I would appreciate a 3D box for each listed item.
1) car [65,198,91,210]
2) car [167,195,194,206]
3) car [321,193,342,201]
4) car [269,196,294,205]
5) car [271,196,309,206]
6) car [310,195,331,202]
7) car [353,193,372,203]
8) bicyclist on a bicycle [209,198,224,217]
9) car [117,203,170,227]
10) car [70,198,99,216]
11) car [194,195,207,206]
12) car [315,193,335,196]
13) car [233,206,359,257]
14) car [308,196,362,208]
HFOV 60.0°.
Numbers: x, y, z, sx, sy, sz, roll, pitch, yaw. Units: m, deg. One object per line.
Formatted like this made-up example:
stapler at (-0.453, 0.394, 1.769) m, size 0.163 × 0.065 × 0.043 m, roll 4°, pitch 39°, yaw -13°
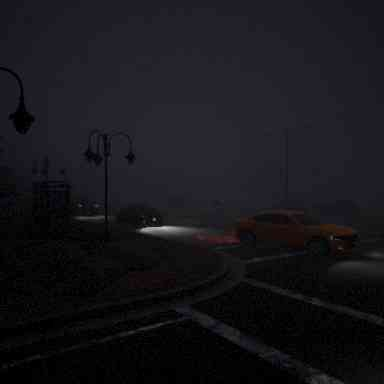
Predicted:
car at (-15.532, 1.545, 45.294) m, size 1.812 × 1.442 × 4.674 m, roll 0°, pitch 0°, yaw -40°
car at (-2.190, 1.363, 51.301) m, size 2.007 × 1.523 × 4.514 m, roll 0°, pitch 0°, yaw -36°
car at (31.280, 1.113, 74.498) m, size 1.905 × 1.878 × 3.866 m, roll 0°, pitch 0°, yaw -36°
car at (14.436, 1.348, 53.779) m, size 1.845 × 1.501 × 3.633 m, roll 0°, pitch 0°, yaw -36°
car at (11.038, 1.409, 37.870) m, size 1.970 × 1.475 × 3.806 m, roll 0°, pitch 0°, yaw -36°
car at (28.216, 1.396, 73.068) m, size 1.970 × 1.475 × 3.806 m, roll 0°, pitch 0°, yaw -36°
car at (33.164, 1.133, 66.182) m, size 1.932 × 1.855 × 4.605 m, roll 0°, pitch 0°, yaw -36°
bicyclist on a bicycle at (2.054, 1.321, 27.903) m, size 1.656 × 1.620 × 0.582 m, roll 0°, pitch 0°, yaw -36°
car at (-3.587, 1.582, 22.948) m, size 1.994 × 1.385 × 4.181 m, roll 0°, pitch 0°, yaw -36°
car at (-10.939, 1.370, 33.080) m, size 2.097 × 1.767 × 4.553 m, roll 0°, pitch 0°, yaw -36°
car at (0.335, 1.355, 53.163) m, size 2.152 × 1.636 × 5.027 m, roll 0°, pitch 0°, yaw -36°
car at (22.602, 1.329, 59.539) m, size 2.007 × 1.523 × 4.514 m, roll 0°, pitch 0°, yaw -36°
car at (3.926, 1.496, 13.321) m, size 1.882 × 1.535 × 5.008 m, roll 0°, pitch 0°, yaw -43°
car at (12.913, 1.398, 30.096) m, size 1.845 × 1.501 × 3.633 m, roll 0°, pitch 0°, yaw -36°
